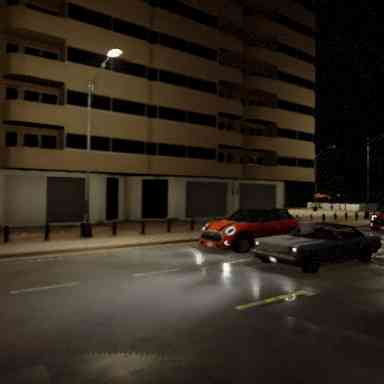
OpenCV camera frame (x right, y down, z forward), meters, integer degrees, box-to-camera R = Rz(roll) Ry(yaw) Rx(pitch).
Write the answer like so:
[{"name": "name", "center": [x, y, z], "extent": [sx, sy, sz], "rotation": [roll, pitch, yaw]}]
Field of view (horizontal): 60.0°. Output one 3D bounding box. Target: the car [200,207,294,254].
[{"name": "car", "center": [2.550, 1.468, 14.164], "extent": [4.553, 1.767, 2.097], "rotation": [1, 0, -34]}]

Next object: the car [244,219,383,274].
[{"name": "car", "center": [4.225, 1.714, 11.073], "extent": [4.718, 1.301, 1.895], "rotation": [1, 0, -34]}]

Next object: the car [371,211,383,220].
[{"name": "car", "center": [13.542, 1.629, 21.523], "extent": [4.553, 1.767, 2.097], "rotation": [1, 0, -34]}]
